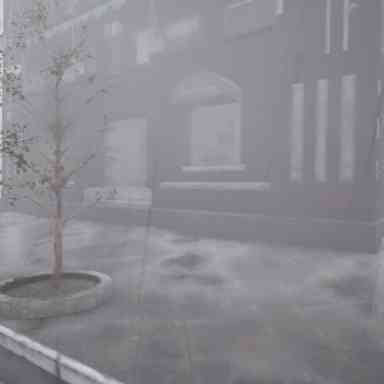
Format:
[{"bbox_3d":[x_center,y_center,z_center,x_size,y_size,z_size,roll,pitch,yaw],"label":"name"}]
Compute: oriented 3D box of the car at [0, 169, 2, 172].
[{"bbox_3d":[-26.523,-3.365,49.229,4.892,1.521,2.231,1,1,27],"label":"car"}]
